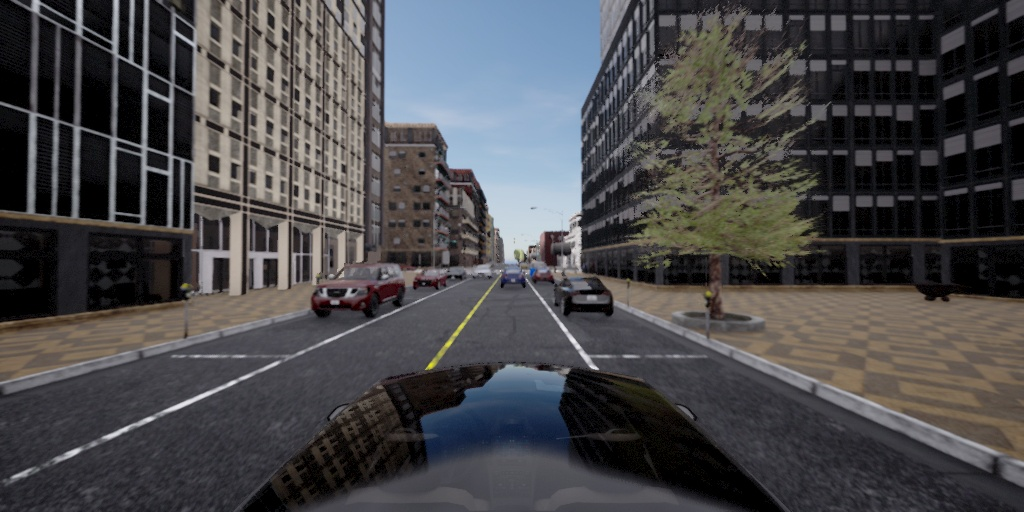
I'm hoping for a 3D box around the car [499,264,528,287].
[{"bbox_3d":[0.091,1.576,27.614,1.812,1.442,4.674,0,0,0],"label":"car"}]

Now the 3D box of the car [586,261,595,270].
[{"bbox_3d":[14.919,1.763,57.630,5.009,1.841,2.192,0,0,0],"label":"car"}]

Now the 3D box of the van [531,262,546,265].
[{"bbox_3d":[2.657,1.501,36.748,1.690,1.789,3.998,0,0,0],"label":"van"}]

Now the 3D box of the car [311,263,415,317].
[{"bbox_3d":[-5.690,1.205,14.019,2.192,1.841,5.009,0,0,0],"label":"car"}]

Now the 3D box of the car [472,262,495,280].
[{"bbox_3d":[-3.086,1.702,38.124,1.812,1.442,4.674,0,-1,0],"label":"car"}]

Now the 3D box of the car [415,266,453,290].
[{"bbox_3d":[-5.690,1.569,25.397,1.888,1.381,4.507,0,0,0],"label":"car"}]

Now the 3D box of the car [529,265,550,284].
[{"bbox_3d":[2.657,1.674,31.059,1.802,1.307,4.207,0,0,0],"label":"car"}]

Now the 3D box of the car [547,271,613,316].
[{"bbox_3d":[2.658,1.457,13.993,1.948,1.339,4.313,0,0,0],"label":"car"}]

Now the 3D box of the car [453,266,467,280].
[{"bbox_3d":[-5.690,1.725,36.773,1.948,1.339,4.313,0,0,0],"label":"car"}]

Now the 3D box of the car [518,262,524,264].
[{"bbox_3d":[0.091,1.798,42.854,1.994,1.385,4.181,0,-1,0],"label":"car"}]
